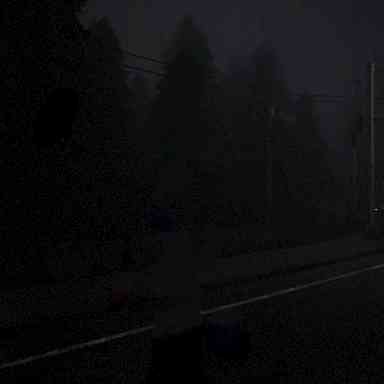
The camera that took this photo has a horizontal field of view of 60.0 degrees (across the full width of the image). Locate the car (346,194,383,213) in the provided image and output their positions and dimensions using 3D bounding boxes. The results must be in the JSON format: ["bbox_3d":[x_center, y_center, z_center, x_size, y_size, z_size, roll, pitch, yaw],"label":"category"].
[{"bbox_3d":[18.050,1.221,34.025,2.150,2.045,5.566,0,0,-6],"label":"car"}]
